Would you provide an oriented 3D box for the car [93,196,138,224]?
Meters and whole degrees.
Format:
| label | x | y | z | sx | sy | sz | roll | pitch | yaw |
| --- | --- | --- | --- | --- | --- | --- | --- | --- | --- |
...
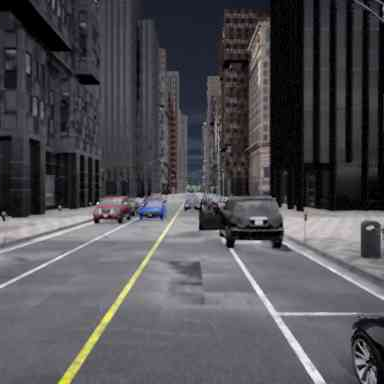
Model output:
| label | x | y | z | sx | sy | sz | roll | pitch | yaw |
| --- | --- | --- | --- | --- | --- | --- | --- | --- | --- |
| car | -5.745 | 1.253 | 24.628 | 2.192 | 1.841 | 5.009 | 0 | 0 | 0 |

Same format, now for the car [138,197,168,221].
| label | x | y | z | sx | sy | sz | roll | pitch | yaw |
| --- | --- | --- | --- | --- | --- | --- | --- | --- | --- |
| car | -3.074 | 1.410 | 27.004 | 1.882 | 1.535 | 5.008 | 0 | 0 | 0 |

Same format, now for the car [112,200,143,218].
| label | x | y | z | sx | sy | sz | roll | pitch | yaw |
| --- | --- | --- | --- | --- | --- | --- | --- | --- | --- |
| car | -5.739 | 1.490 | 30.231 | 1.947 | 1.339 | 4.313 | 0 | 0 | 0 |

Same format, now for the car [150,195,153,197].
| label | x | y | z | sx | sy | sz | roll | pitch | yaw |
| --- | --- | --- | --- | --- | --- | --- | --- | --- | --- |
| car | -5.734 | 1.350 | 35.832 | 1.967 | 1.590 | 4.097 | 0 | 0 | 0 |

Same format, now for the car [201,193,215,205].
| label | x | y | z | sx | sy | sz | roll | pitch | yaw |
| --- | --- | --- | --- | --- | --- | --- | --- | --- | --- |
| car | 2.811 | 1.172 | 58.235 | 2.192 | 1.841 | 5.009 | 0 | 0 | 0 |

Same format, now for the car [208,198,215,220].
| label | x | y | z | sx | sy | sz | roll | pitch | yaw |
| --- | --- | --- | --- | --- | --- | --- | --- | --- | --- |
| car | 2.787 | 1.490 | 30.226 | 1.947 | 1.339 | 4.313 | 0 | 0 | 0 |

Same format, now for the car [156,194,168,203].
| label | x | y | z | sx | sy | sz | roll | pitch | yaw |
| --- | --- | --- | --- | --- | --- | --- | --- | --- | --- |
| car | -5.709 | 1.283 | 63.843 | 1.967 | 1.590 | 4.097 | 0 | 0 | 0 |

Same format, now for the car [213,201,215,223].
| label | x | y | z | sx | sy | sz | roll | pitch | yaw |
| --- | --- | --- | --- | --- | --- | --- | --- | --- | --- |
| car | 2.782 | 1.520 | 24.625 | 1.802 | 1.307 | 4.206 | 0 | 0 | 0 |

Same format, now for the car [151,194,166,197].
| label | x | y | z | sx | sy | sz | roll | pitch | yaw |
| --- | --- | --- | --- | --- | --- | --- | --- | --- | --- |
| car | -5.719 | 1.185 | 52.639 | 2.192 | 1.841 | 5.009 | 0 | 0 | 0 |

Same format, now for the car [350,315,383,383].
| label | x | y | z | sx | sy | sz | roll | pitch | yaw |
| --- | --- | --- | --- | --- | --- | --- | --- | --- | --- |
| car | 2.762 | 1.560 | 2.217 | 1.947 | 1.339 | 4.313 | 0 | 0 | 0 |

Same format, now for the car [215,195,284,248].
| label | x | y | z | sx | sy | sz | roll | pitch | yaw |
| --- | --- | --- | --- | --- | --- | --- | --- | --- | --- |
| car | 2.408 | 1.184 | 14.649 | 2.150 | 2.045 | 5.566 | 0 | 0 | 0 |

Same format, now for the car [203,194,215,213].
| label | x | y | z | sx | sy | sz | roll | pitch | yaw |
| --- | --- | --- | --- | --- | --- | --- | --- | --- | --- |
| car | 2.796 | 1.337 | 41.429 | 1.967 | 1.590 | 4.097 | 0 | 0 | 0 |

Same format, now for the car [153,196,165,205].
| label | x | y | z | sx | sy | sz | roll | pitch | yaw |
| --- | --- | --- | --- | --- | --- | --- | --- | --- | --- |
| car | -5.714 | 1.382 | 58.071 | 1.752 | 1.417 | 4.829 | 0 | 0 | 0 |

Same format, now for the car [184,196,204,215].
| label | x | y | z | sx | sy | sz | roll | pitch | yaw |
| --- | --- | --- | --- | --- | --- | --- | --- | --- | --- |
| car | 0.075 | 1.506 | 38.176 | 1.895 | 1.301 | 4.718 | 0 | 0 | 1 |
